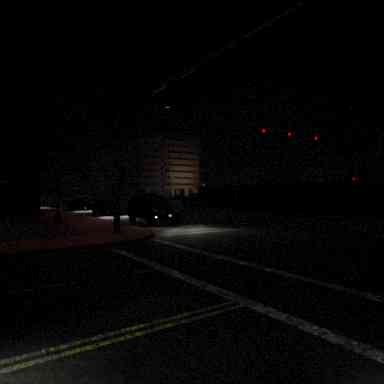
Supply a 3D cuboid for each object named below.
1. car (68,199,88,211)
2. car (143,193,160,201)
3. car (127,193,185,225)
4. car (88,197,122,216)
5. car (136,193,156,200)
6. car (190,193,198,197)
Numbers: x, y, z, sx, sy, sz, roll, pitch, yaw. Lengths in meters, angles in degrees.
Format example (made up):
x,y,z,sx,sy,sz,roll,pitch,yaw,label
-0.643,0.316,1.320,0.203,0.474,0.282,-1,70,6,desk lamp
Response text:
x,y,z,sx,sy,sz,roll,pitch,yaw,label
-14.255,1.547,42.122,2.033,1.411,5.357,0,0,-34,car
-9.918,1.156,81.452,3.866,1.878,1.905,0,0,-34,car
-2.943,1.222,24.478,2.150,2.045,5.566,0,0,-33,car
-8.561,1.505,33.238,1.837,1.490,4.892,0,0,-32,car
-11.498,1.153,83.878,4.605,1.855,1.932,0,0,-34,car
1.127,1.156,65.232,3.866,1.878,1.905,0,0,-34,car
